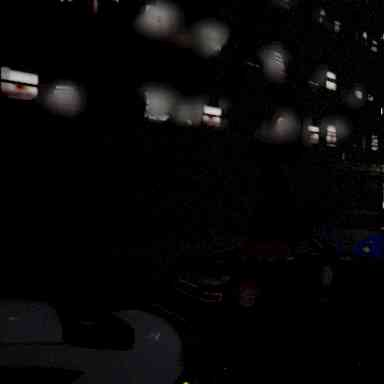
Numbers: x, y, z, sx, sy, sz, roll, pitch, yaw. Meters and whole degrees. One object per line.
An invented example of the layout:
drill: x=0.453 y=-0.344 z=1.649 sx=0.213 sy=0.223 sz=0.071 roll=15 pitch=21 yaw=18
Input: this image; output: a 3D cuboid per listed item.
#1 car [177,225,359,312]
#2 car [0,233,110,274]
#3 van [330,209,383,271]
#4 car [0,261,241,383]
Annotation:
car: x=1.674 y=1.603 z=7.725 sx=4.403 sy=1.369 sz=2.008 roll=1 pitch=-1 yaw=-35
car: x=-2.887 y=1.442 z=4.474 sx=4.097 sy=1.590 sz=1.967 roll=1 pitch=-1 yaw=-35
van: x=6.234 y=1.444 z=10.981 sx=3.998 sy=1.788 sz=1.690 roll=1 pitch=-1 yaw=-35
car: x=-2.081 y=1.519 z=1.896 sx=4.674 sy=1.442 sz=1.812 roll=1 pitch=-1 yaw=-35
